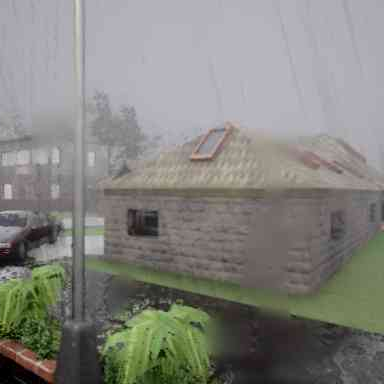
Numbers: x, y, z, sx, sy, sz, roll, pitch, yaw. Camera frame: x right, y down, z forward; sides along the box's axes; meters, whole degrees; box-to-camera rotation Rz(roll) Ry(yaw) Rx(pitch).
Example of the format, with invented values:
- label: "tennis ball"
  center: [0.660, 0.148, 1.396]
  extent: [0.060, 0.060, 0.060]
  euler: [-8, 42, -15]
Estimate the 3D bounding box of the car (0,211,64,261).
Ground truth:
- label: "car"
  center: [-6.133, 1.381, 11.699]
  extent: [2.033, 1.415, 5.357]
  euler: [0, 0, -4]
